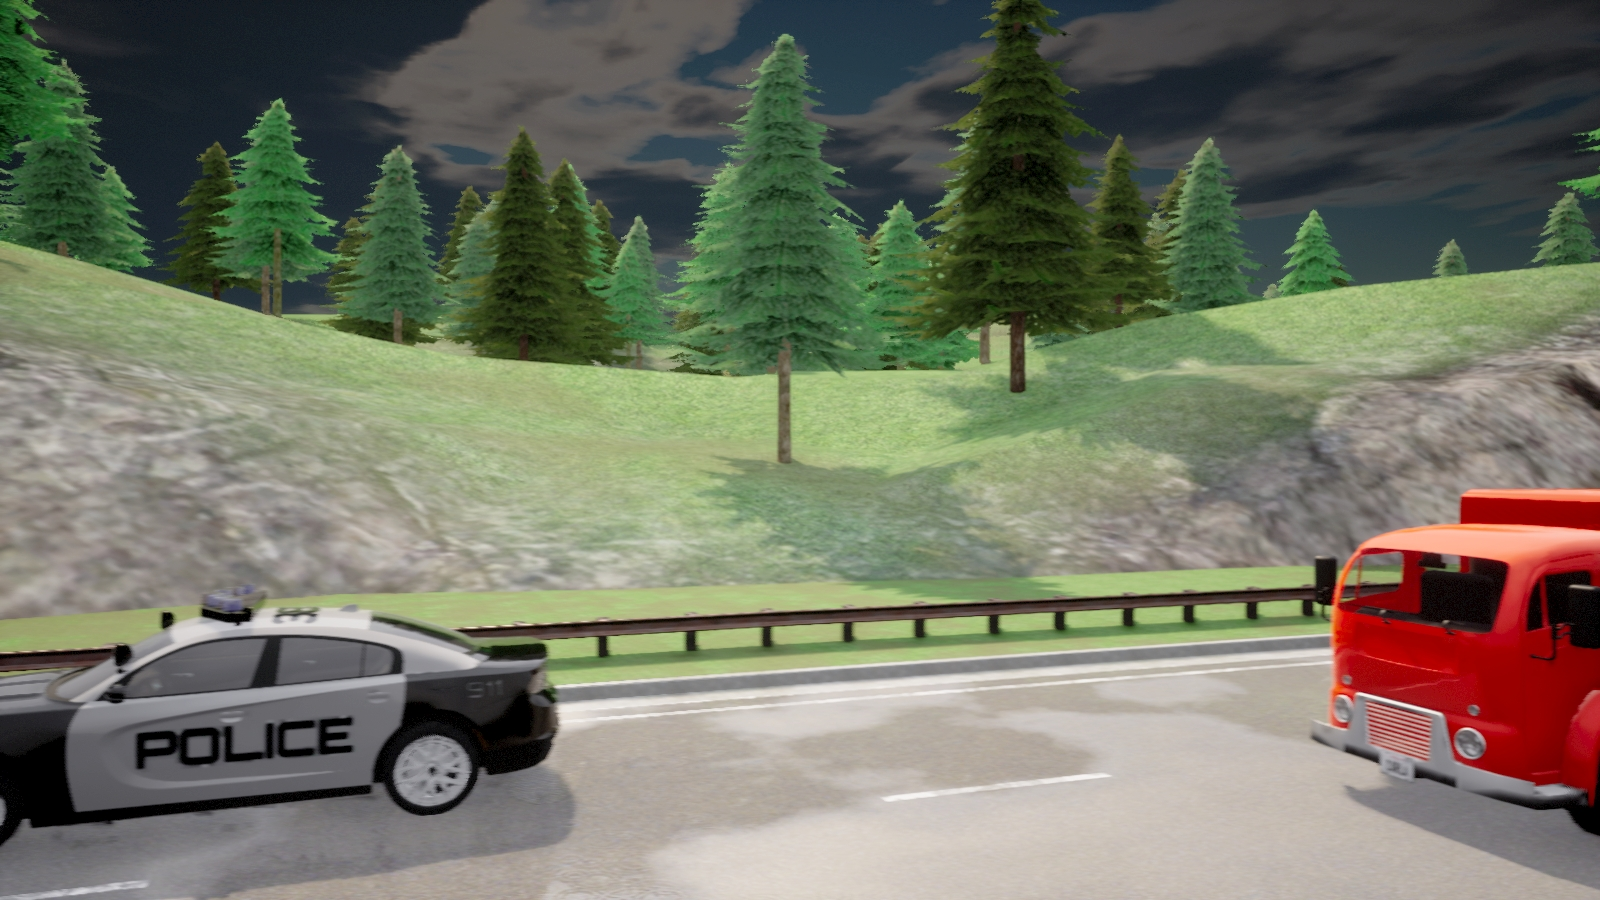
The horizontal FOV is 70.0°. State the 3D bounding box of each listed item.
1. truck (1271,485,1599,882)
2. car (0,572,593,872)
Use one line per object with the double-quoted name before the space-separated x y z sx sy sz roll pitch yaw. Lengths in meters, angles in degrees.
"truck" 6.962 1.568 9.486 5.204 2.467 2.627 0 0 -19
"car" -4.438 1.982 9.002 5.238 1.638 2.097 0 0 -20
